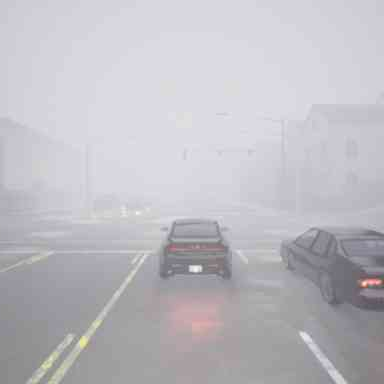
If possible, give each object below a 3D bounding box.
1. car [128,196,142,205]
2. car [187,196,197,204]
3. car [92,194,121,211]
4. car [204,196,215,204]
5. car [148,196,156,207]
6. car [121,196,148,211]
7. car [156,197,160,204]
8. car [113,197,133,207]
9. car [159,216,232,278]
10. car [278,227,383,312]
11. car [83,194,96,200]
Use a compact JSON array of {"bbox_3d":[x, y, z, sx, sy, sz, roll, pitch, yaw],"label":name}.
[{"bbox_3d":[-10.525,1.489,61.736,1.837,1.490,4.892,0,0,0],"label":"car"},{"bbox_3d":[0.009,1.529,65.498,2.033,1.411,5.357,0,0,0],"label":"car"},{"bbox_3d":[-10.595,1.211,41.298,2.150,2.045,5.566,0,0,0],"label":"car"},{"bbox_3d":[3.508,1.527,65.498,2.033,1.411,5.357,0,0,0],"label":"car"},{"bbox_3d":[-7.083,1.491,50.967,1.837,1.490,4.892,0,0,0],"label":"car"},{"bbox_3d":[-7.093,1.467,41.512,1.882,1.535,5.008,0,0,0],"label":"car"},{"bbox_3d":[-7.030,1.531,61.378,2.033,1.411,5.357,0,0,1],"label":"car"},{"bbox_3d":[-10.580,1.534,51.544,2.033,1.411,5.357,0,0,0],"label":"car"},{"bbox_3d":[0.090,1.503,10.062,1.837,1.490,4.892,0,0,0],"label":"car"},{"bbox_3d":[3.595,1.545,7.975,2.033,1.411,5.357,0,0,0],"label":"car"},{"bbox_3d":[-28.167,1.429,91.224,2.038,1.542,4.974,0,0,-36],"label":"car"}]
